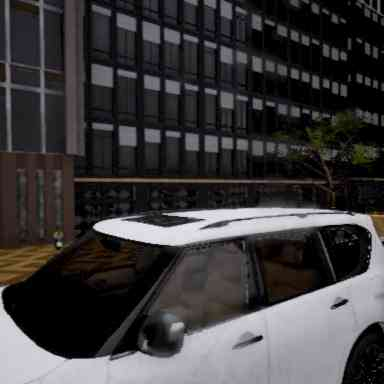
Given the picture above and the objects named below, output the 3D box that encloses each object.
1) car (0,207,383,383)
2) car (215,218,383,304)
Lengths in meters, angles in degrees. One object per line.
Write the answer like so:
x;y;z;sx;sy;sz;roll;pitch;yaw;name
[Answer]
-0.134;1.220;3.160;5.566;2.045;2.150;0;0;-36;car
2.953;1.537;8.686;4.403;1.369;2.008;0;0;-36;car
